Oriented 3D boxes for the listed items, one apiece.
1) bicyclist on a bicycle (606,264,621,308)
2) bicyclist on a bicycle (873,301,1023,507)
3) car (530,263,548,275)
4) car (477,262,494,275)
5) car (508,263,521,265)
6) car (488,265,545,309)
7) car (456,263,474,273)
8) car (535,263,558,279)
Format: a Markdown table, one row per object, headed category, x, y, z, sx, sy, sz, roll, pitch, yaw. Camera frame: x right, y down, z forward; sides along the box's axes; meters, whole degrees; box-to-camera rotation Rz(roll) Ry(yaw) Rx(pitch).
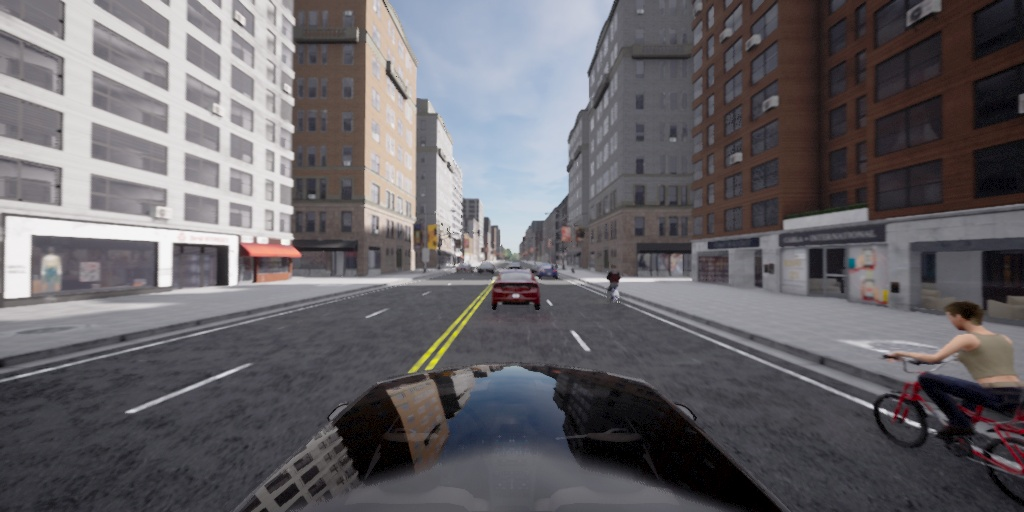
| category | x | y | z | sx | sy | sz | roll | pitch | yaw |
| --- | --- | --- | --- | --- | --- | --- | --- | --- | --- |
| bicyclist on a bicycle | 4.198 | 1.226 | 15.010 | 0.659 | 1.776 | 1.843 | 0 | 0 | 0 |
| bicyclist on a bicycle | 4.123 | 1.216 | 3.349 | 0.866 | 1.612 | 1.509 | 0 | 0 | 1 |
| car | 3.455 | 1.627 | 46.007 | 1.994 | 1.385 | 4.181 | 0 | 0 | 0 |
| car | -3.116 | 1.497 | 44.003 | 1.882 | 1.535 | 5.008 | 0 | -1 | 1 |
| car | 0.262 | 1.493 | 37.422 | 1.837 | 1.490 | 4.892 | 0 | -1 | 0 |
| car | 0.158 | 1.319 | 15.528 | 1.882 | 1.535 | 5.008 | 0 | 0 | 0 |
| car | -6.312 | 1.601 | 48.367 | 1.994 | 1.385 | 4.181 | 0 | 0 | 1 |
| car | 3.498 | 1.517 | 35.743 | 1.812 | 1.442 | 4.674 | 0 | 0 | 0 |
